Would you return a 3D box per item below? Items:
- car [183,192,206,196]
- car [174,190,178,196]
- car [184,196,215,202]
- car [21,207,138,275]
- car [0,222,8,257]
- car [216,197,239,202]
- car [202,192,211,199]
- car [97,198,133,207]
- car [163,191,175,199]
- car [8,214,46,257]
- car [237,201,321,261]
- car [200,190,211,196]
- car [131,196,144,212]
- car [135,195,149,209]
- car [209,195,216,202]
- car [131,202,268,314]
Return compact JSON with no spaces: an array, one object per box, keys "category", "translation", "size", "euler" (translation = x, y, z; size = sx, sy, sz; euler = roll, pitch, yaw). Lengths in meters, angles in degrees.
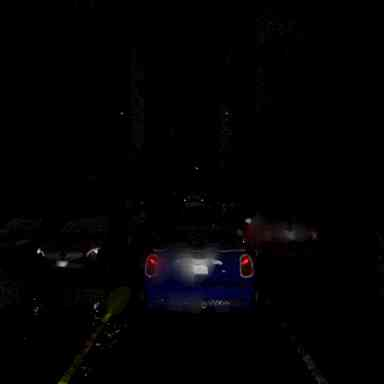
[{"category":"car","translation":[0.154,1.095,32.513],"size":[1.801,1.575,5.366],"euler":[0,1,0]},{"category":"car","translation":[-5.220,0.698,81.594],"size":[2.008,1.369,4.403],"euler":[0,1,0]},{"category":"car","translation":[0.193,1.245,20.762],"size":[1.882,1.535,5.008],"euler":[0,1,0]},{"category":"car","translation":[-3.056,1.407,10.200],"size":[1.812,1.442,4.674],"euler":[0,1,0]},{"category":"car","translation":[-5.647,1.489,6.173],"size":[1.947,1.339,4.313],"euler":[0,1,0]},{"category":"car","translation":[2.960,1.300,22.633],"size":[2.008,1.369,4.403],"euler":[0,1,0]},{"category":"car","translation":[3.268,0.729,76.301],"size":[1.752,1.417,4.829],"euler":[0,1,0]},{"category":"car","translation":[-5.565,1.306,22.675],"size":[1.947,1.339,4.313],"euler":[0,1,0]},{"category":"car","translation":[-5.294,0.829,70.778],"size":[1.802,1.307,4.206],"euler":[0,1,0]},{"category":"car","translation":[-5.620,1.444,11.674],"size":[1.802,1.307,4.206],"euler":[0,1,0]},{"category":"car","translation":[2.905,1.311,11.630],"size":[1.967,1.590,4.097],"euler":[0,1,0]},{"category":"car","translation":[3.231,0.696,70.721],"size":[1.967,1.590,4.097],"euler":[0,1,0]},{"category":"car","translation":[-5.539,1.262,28.177],"size":[1.802,1.307,4.206],"euler":[0,1,0]},{"category":"car","translation":[-5.511,1.060,33.676],"size":[1.967,1.590,4.097],"euler":[0,1,0]},{"category":"car","translation":[3.014,1.195,33.635],"size":[1.947,1.339,4.313],"euler":[0,1,0]},{"category":"car","translation":[0.131,1.265,7.580],"size":[2.097,1.767,4.553],"euler":[0,1,0]}]
